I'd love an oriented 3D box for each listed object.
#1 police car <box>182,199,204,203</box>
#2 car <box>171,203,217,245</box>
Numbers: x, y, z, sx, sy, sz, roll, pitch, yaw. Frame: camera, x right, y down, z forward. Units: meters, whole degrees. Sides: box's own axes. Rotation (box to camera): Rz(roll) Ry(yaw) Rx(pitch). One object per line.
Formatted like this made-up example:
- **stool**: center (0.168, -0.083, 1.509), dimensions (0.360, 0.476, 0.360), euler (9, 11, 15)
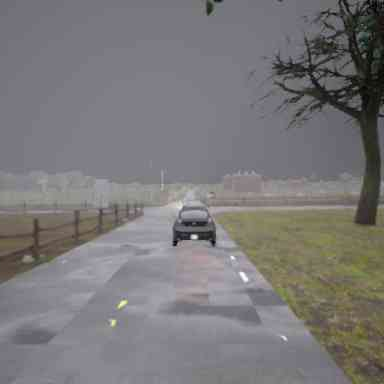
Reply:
- **police car**: center (0.079, 1.417, 28.728), dimensions (1.930, 1.638, 5.238), euler (0, 0, 0)
- **car**: center (0.097, 1.486, 15.378), dimensions (1.837, 1.490, 4.892), euler (0, 0, 0)
